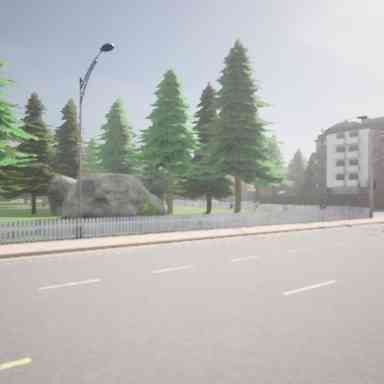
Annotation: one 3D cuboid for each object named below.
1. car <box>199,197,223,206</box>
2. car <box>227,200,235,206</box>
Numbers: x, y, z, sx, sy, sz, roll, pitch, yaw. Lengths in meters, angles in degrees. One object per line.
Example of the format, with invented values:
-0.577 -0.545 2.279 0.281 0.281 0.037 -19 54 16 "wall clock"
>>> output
3.342 1.723 60.915 2.097 1.767 4.553 1 0 -34 "car"
6.356 1.921 62.701 1.837 1.490 4.892 1 -1 -34 "car"
